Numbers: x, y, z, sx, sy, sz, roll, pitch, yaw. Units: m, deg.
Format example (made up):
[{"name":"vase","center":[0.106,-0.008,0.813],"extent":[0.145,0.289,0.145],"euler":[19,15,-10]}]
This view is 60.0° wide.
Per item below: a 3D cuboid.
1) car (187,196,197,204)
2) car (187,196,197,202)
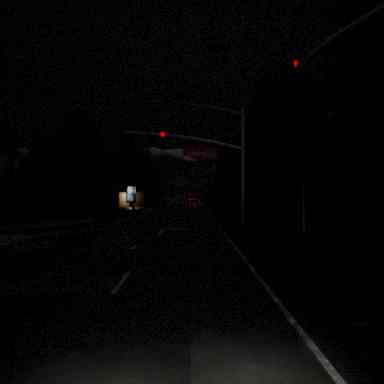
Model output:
[{"name":"car","center":[0.001,1.446,61.427],"extent":[1.837,1.490,4.892],"euler":[0,0,0]},{"name":"car","center":[0.002,1.458,71.842],"extent":[1.895,1.301,4.718],"euler":[0,0,0]}]
